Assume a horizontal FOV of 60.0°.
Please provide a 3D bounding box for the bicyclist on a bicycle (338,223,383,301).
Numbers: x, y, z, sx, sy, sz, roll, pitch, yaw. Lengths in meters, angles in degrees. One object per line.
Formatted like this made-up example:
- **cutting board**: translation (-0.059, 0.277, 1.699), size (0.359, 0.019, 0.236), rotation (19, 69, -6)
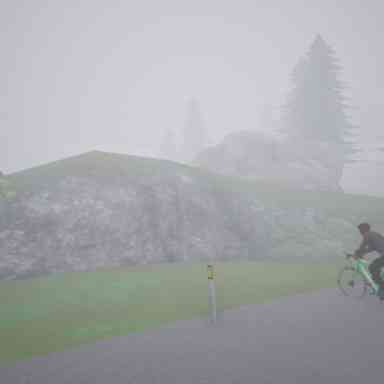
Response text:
- **bicyclist on a bicycle**: translation (3.557, 1.440, 6.535), size (0.582, 1.620, 1.656), rotation (0, -2, -28)
